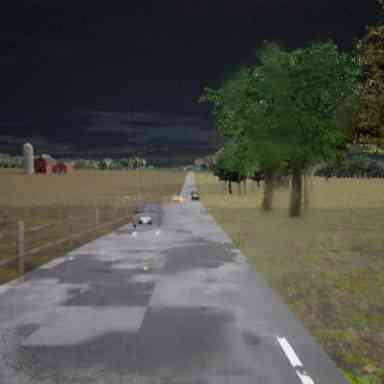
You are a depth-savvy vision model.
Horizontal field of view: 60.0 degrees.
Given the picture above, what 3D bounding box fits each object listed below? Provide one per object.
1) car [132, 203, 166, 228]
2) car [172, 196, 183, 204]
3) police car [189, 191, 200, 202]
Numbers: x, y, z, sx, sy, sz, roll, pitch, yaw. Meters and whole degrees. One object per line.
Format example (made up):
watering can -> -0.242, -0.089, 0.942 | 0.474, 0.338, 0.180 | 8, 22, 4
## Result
car -> -2.846, 1.555, 22.753 | 2.128, 1.511, 4.902 | 0, 0, 0
car -> -2.756, 1.438, 64.395 | 1.882, 1.535, 5.008 | 0, 0, 0
police car -> 0.831, 1.283, 75.616 | 1.930, 1.638, 5.238 | 0, 1, 0
